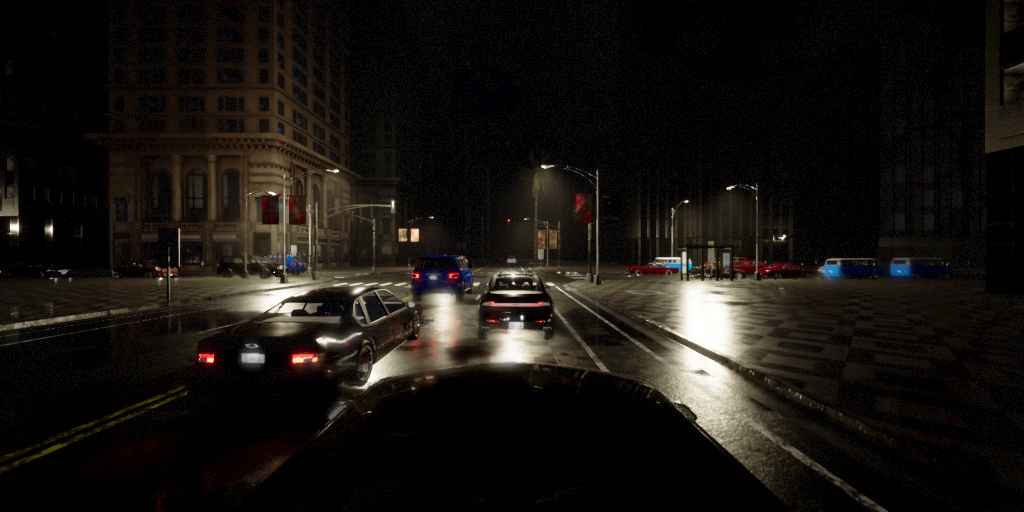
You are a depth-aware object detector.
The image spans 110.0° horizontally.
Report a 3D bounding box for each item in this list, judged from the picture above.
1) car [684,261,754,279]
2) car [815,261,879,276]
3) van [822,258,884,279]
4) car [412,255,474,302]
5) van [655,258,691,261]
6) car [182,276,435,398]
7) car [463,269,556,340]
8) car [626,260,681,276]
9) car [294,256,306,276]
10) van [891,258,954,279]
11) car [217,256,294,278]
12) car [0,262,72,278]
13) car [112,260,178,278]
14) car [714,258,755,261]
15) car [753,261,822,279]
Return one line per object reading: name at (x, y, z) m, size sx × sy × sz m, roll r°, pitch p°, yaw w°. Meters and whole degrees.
car at (17.056, 1.298, 29.815) m, size 4.403 × 1.370 × 2.007 m, roll 0°, pitch 0°, yaw 0°
car at (33.261, 1.248, 35.683) m, size 4.674 × 1.442 × 1.812 m, roll 0°, pitch 0°, yaw 1°
van at (28.411, 1.081, 29.825) m, size 3.998 × 1.789 × 1.690 m, roll 0°, pitch 0°, yaw 0°
car at (-3.159, 0.972, 17.127) m, size 2.150 × 2.045 × 5.566 m, roll 0°, pitch 0°, yaw 0°
van at (17.047, 1.064, 38.340) m, size 3.998 × 1.789 × 1.690 m, roll 0°, pitch 0°, yaw 0°
car at (-3.150, 1.297, 6.886) m, size 2.033 × 1.411 × 5.357 m, roll 0°, pitch 0°, yaw 0°
car at (0.088, 1.240, 9.956) m, size 2.128 × 1.511 × 4.902 m, roll 0°, pitch 0°, yaw 0°
car at (13.877, 1.334, 35.673) m, size 4.718 × 1.301 × 1.895 m, roll 0°, pitch 0°, yaw 2°
car at (-23.450, 0.990, 35.457) m, size 5.566 × 2.045 × 2.150 m, roll 0°, pitch 0°, yaw 3°
van at (34.088, 1.079, 29.830) m, size 3.998 × 1.789 × 1.690 m, roll 0°, pitch 0°, yaw 0°
car at (-23.459, 0.996, 32.493) m, size 5.566 × 2.045 × 2.150 m, roll 0°, pitch 0°, yaw 0°
car at (-43.161, 1.289, 32.590) m, size 4.902 × 1.511 × 2.128 m, roll 0°, pitch 0°, yaw 0°
car at (-33.178, 1.138, 32.541) m, size 4.553 × 1.767 × 2.097 m, roll 0°, pitch 0°, yaw 0°
car at (23.319, 1.205, 35.679) m, size 5.008 × 1.535 × 1.882 m, roll 0°, pitch 0°, yaw 0°
car at (22.734, 1.326, 29.819) m, size 4.207 × 1.307 × 1.802 m, roll 0°, pitch 0°, yaw 0°
